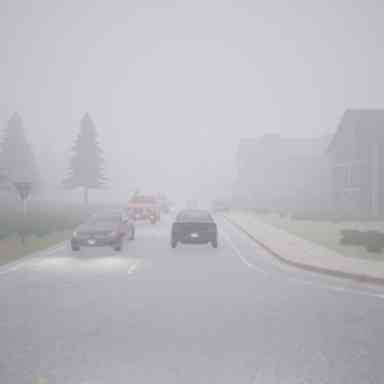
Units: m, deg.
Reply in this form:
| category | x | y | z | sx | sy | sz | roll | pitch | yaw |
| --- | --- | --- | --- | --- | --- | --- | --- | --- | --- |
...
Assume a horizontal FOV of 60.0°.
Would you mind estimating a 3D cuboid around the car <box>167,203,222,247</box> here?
| category | x | y | z | sx | sy | sz | roll | pitch | yaw |
| --- | --- | --- | --- | --- | --- | --- | --- | --- | --- |
| car | 0.095 | 1.505 | 15.150 | 1.882 | 1.535 | 5.008 | 0 | 0 | 0 |

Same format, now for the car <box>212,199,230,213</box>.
| category | x | y | z | sx | sy | sz | roll | pitch | yaw |
| --- | --- | --- | --- | --- | --- | --- | --- | --- | --- |
| car | 2.960 | 1.510 | 36.055 | 1.816 | 1.474 | 4.193 | -6 | 0 | -2 |

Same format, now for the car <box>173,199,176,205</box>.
| category | x | y | z | sx | sy | sz | roll | pitch | yaw |
| --- | --- | --- | --- | --- | --- | --- | --- | --- | --- |
| car | -3.537 | 1.637 | 50.891 | 1.895 | 1.301 | 4.718 | 0 | 0 | 0 |

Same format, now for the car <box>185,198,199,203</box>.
| category | x | y | z | sx | sy | sz | roll | pitch | yaw |
| --- | --- | --- | --- | --- | --- | --- | --- | --- | --- |
| car | -0.017 | 1.597 | 47.604 | 2.033 | 1.411 | 5.357 | 0 | 0 | 0 |

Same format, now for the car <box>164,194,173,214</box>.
| category | x | y | z | sx | sy | sz | roll | pitch | yaw |
| --- | --- | --- | --- | --- | --- | --- | --- | --- | --- |
| car | -3.595 | 1.245 | 35.674 | 2.150 | 2.045 | 5.566 | 0 | 0 | 0 |

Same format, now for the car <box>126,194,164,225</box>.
| category | x | y | z | sx | sy | sz | roll | pitch | yaw |
| --- | --- | --- | --- | --- | --- | --- | --- | --- | --- |
| car | -3.604 | 1.238 | 24.937 | 2.150 | 2.045 | 5.566 | 0 | 0 | 0 |

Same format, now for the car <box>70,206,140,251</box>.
| category | x | y | z | sx | sy | sz | roll | pitch | yaw |
| --- | --- | --- | --- | --- | --- | --- | --- | --- | --- |
| car | -3.598 | 1.534 | 14.216 | 1.812 | 1.442 | 4.674 | 0 | 0 | 0 |
